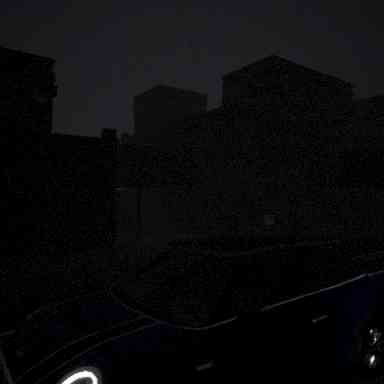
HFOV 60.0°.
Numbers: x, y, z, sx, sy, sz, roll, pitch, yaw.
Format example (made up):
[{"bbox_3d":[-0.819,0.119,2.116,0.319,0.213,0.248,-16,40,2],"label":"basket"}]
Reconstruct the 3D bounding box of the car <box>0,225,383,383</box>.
[{"bbox_3d":[0.281,1.352,3.885,4.553,1.767,2.097,0,0,-35],"label":"car"}]
